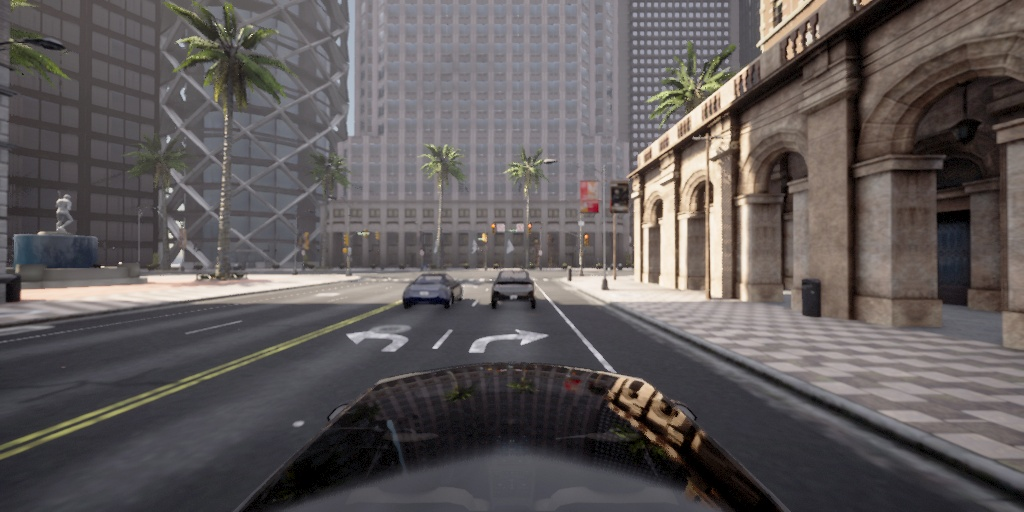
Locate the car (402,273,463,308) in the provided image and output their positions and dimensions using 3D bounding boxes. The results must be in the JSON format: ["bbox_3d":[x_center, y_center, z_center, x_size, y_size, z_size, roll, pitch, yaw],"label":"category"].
[{"bbox_3d":[-3.422,1.455,16.073,1.994,1.385,4.181,0,-1,0],"label":"car"}]

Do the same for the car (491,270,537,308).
[{"bbox_3d":[0.078,1.383,16.080,2.128,1.511,4.902,0,0,0],"label":"car"}]
